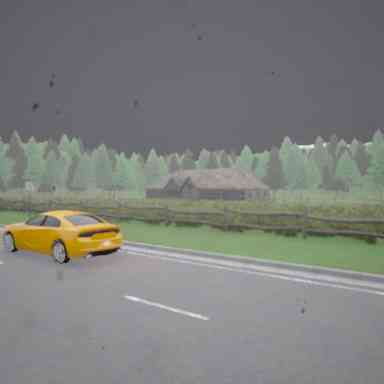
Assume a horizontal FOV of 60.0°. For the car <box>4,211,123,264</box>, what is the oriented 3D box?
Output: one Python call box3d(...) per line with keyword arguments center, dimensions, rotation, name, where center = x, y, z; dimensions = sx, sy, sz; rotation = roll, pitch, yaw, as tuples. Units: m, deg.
box3d(center=(-4.589, 1.392, 11.534), dimensions=(5.008, 1.535, 1.882), rotation=(1, 0, 36), name="car")
